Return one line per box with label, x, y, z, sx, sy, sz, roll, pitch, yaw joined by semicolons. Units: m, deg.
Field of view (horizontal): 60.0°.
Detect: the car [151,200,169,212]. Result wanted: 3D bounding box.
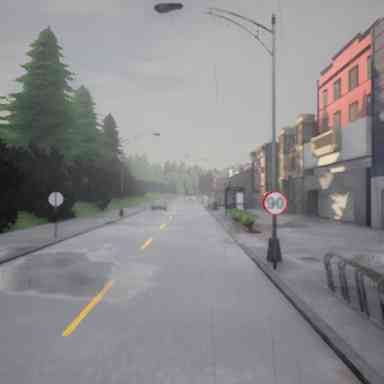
car;-4.087;1.705;42.395;1.812;1.442;4.674;0;0;0
